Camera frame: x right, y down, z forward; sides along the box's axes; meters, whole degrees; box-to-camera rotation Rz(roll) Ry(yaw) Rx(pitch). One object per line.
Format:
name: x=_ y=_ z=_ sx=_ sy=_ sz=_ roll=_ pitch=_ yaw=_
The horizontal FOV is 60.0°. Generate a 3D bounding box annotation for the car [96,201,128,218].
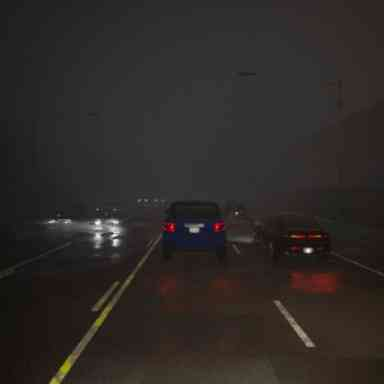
car: x=-7.104 y=1.511 z=29.699 sx=1.895 sy=1.301 sz=4.718 roll=0 pitch=1 yaw=0

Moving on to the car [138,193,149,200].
car: x=-10.504 y=0.908 z=72.384 sx=1.837 sy=1.490 sz=4.892 roll=0 pitch=1 yaw=0

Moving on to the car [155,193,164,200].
car: x=-7.005 y=0.897 z=72.800 sx=1.812 sy=1.442 sz=4.674 roll=0 pitch=1 yaw=0

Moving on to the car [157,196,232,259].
car: x=0.085 y=1.260 z=12.885 sx=2.150 sy=2.045 sz=5.566 roll=0 pitch=0 yaw=0

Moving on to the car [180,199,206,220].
car: x=0.083 y=1.412 z=28.864 sx=2.128 sy=1.511 sz=4.902 roll=0 pitch=1 yaw=0

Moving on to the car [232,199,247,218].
car: x=3.585 y=1.422 z=29.132 sx=1.837 sy=1.490 sz=4.892 roll=0 pitch=1 yaw=0

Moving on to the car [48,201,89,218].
car: x=-10.604 y=1.465 z=29.123 sx=2.033 sy=1.411 sz=5.357 roll=0 pitch=1 yaw=0

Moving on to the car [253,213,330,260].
car: x=3.580 y=1.544 z=12.641 sx=1.837 sy=1.490 sz=4.892 roll=0 pitch=0 yaw=0
